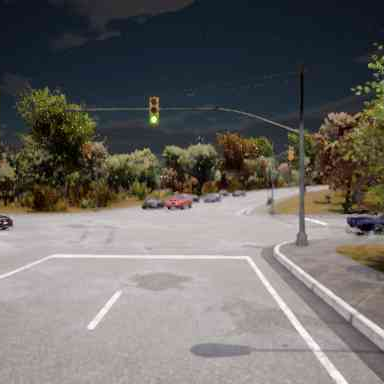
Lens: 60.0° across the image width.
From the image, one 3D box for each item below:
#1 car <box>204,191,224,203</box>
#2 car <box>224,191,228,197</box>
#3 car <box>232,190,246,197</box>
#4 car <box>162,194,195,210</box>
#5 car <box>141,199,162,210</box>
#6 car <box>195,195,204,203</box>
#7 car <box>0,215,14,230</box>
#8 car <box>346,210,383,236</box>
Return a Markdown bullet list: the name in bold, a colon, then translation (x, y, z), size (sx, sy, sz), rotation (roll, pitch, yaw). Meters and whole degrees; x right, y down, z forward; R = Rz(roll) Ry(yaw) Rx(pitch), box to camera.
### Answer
- **car**: translation (3.601, 1.034, 60.302), size (2.097, 1.767, 4.553), rotation (0, 3, 24)
- **car**: translation (6.495, 0.473, 73.962), size (1.837, 1.490, 4.892), rotation (0, 3, 30)
- **car**: translation (10.437, 0.356, 73.735), size (1.837, 1.490, 4.892), rotation (0, 3, 30)
- **car**: translation (-1.690, 1.351, 45.657), size (2.150, 2.045, 5.566), rotation (0, 2, 16)
- **car**: translation (-5.199, 1.692, 46.197), size (2.033, 1.411, 5.357), rotation (0, 1, 16)
- **car**: translation (-0.212, 1.247, 60.283), size (2.128, 1.511, 4.902), rotation (0, 2, 23)
- **car**: translation (-12.941, 1.662, 19.750), size (4.181, 1.385, 1.994), rotation (0, 0, 3)
- **car**: translation (11.317, 1.678, 18.466), size (4.718, 1.301, 1.895), rotation (0, 0, 3)
